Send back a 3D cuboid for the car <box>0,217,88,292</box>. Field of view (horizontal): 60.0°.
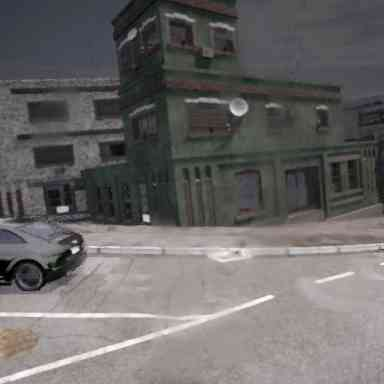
[{"bbox_3d":[-4.673,1.334,7.816,4.181,1.385,1.994,-1,5,4],"label":"car"}]
